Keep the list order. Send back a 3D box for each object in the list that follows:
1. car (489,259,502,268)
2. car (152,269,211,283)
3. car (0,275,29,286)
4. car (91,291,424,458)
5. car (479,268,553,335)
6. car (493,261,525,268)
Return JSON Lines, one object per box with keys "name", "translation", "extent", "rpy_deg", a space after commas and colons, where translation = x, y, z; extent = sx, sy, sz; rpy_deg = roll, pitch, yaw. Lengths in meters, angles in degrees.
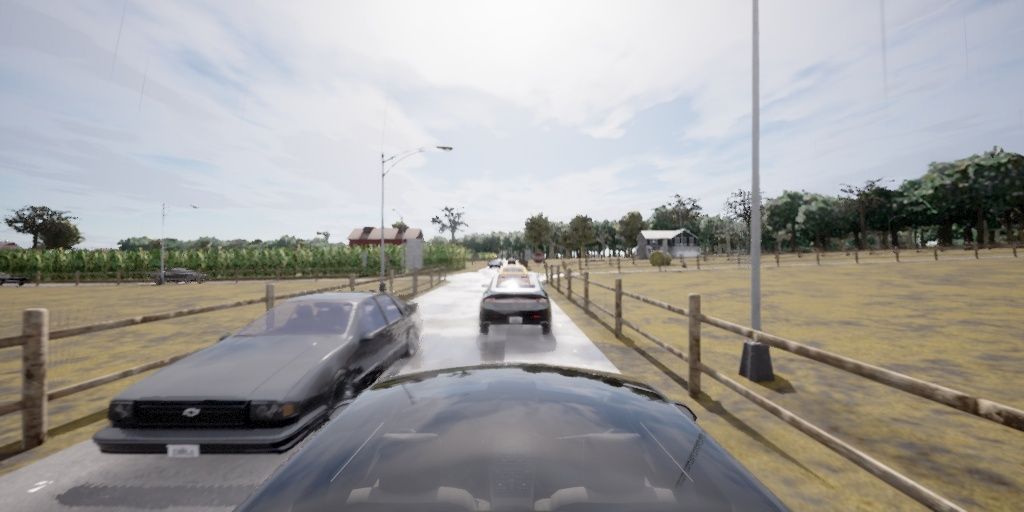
{"name": "car", "translation": [-2.871, 1.377, 60.743], "extent": [2.033, 1.411, 5.357], "rpy_deg": [0, 0, 0]}
{"name": "car", "translation": [-33.071, 2.008, 35.926], "extent": [4.892, 1.490, 1.837], "rpy_deg": [-1, -2, 0]}
{"name": "car", "translation": [-51.840, 2.403, 35.999], "extent": [4.718, 1.301, 1.895], "rpy_deg": [0, -2, 0]}
{"name": "car", "translation": [-2.850, 1.309, 5.769], "extent": [2.033, 1.411, 5.357], "rpy_deg": [0, 0, 0]}
{"name": "car", "translation": [0.091, 1.266, 10.663], "extent": [2.128, 1.511, 4.902], "rpy_deg": [0, 0, 0]}
{"name": "car", "translation": [0.081, 1.276, 21.457], "extent": [1.882, 1.535, 5.008], "rpy_deg": [0, 0, 0]}
